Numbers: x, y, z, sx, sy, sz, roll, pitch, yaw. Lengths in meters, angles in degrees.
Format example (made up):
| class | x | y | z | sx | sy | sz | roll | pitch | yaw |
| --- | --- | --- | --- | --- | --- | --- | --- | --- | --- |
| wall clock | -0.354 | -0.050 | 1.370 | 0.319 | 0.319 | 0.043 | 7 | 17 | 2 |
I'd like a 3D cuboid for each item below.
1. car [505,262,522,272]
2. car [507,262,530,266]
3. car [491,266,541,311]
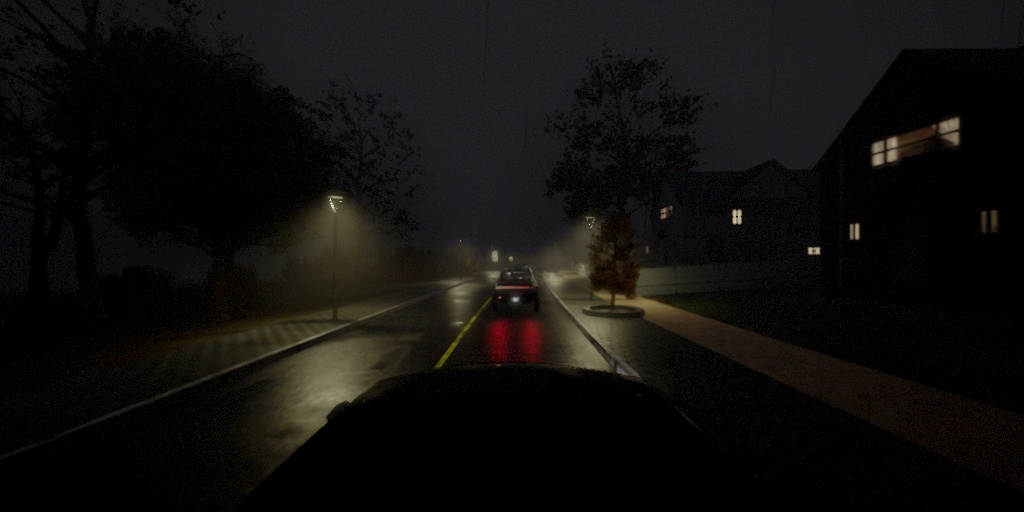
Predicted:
| class | x | y | z | sx | sy | sz | roll | pitch | yaw |
| --- | --- | --- | --- | --- | --- | --- | --- | --- | --- |
| car | 0.348 | 1.690 | 55.374 | 2.033 | 1.411 | 5.357 | 0 | 0 | 7 |
| car | 0.895 | 1.496 | 30.208 | 2.128 | 1.511 | 4.902 | 0 | 0 | 4 |
| car | 0.213 | 1.375 | 15.274 | 2.128 | 1.511 | 4.902 | 0 | 0 | 2 |
